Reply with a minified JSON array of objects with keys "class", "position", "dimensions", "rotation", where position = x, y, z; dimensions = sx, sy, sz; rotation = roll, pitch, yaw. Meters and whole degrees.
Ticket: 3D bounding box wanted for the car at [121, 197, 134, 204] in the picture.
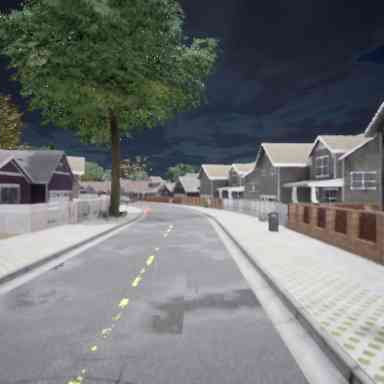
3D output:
[{"class":"car","position":[-14.549,1.861,74.204],"dimensions":[1.812,1.442,4.674],"rotation":[0,0,-28]}]
